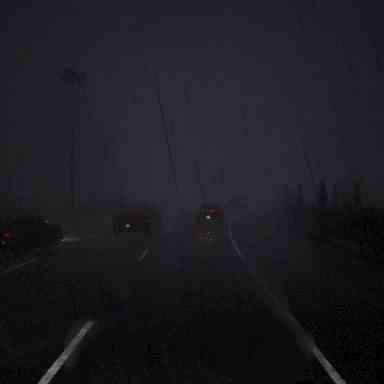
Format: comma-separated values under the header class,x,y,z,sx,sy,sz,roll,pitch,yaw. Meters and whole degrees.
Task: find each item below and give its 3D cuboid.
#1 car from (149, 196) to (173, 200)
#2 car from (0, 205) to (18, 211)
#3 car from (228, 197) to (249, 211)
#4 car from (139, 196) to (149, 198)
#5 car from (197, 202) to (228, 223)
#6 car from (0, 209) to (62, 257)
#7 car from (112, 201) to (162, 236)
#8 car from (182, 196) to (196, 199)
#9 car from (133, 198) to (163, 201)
class,x,y,z,sx,sy,sz,roll,pitch,yaw
car,-5.086,1.539,60.133,1.837,1.490,4.892,0,0,29
car,-13.229,1.578,22.642,1.994,1.385,4.181,0,0,7
car,5.770,1.377,41.315,2.097,1.767,4.553,0,0,20
car,-8.799,1.528,60.595,2.128,1.511,4.902,0,0,27
car,1.553,1.521,25.927,1.837,1.490,4.892,0,0,10
car,-6.777,1.572,13.082,1.994,1.385,4.181,0,0,2
car,-2.938,1.489,18.723,1.882,1.535,5.008,0,0,5
car,-0.559,1.514,61.105,1.882,1.535,5.008,0,0,30
car,-4.685,1.567,30.761,2.033,1.411,5.357,0,0,12
